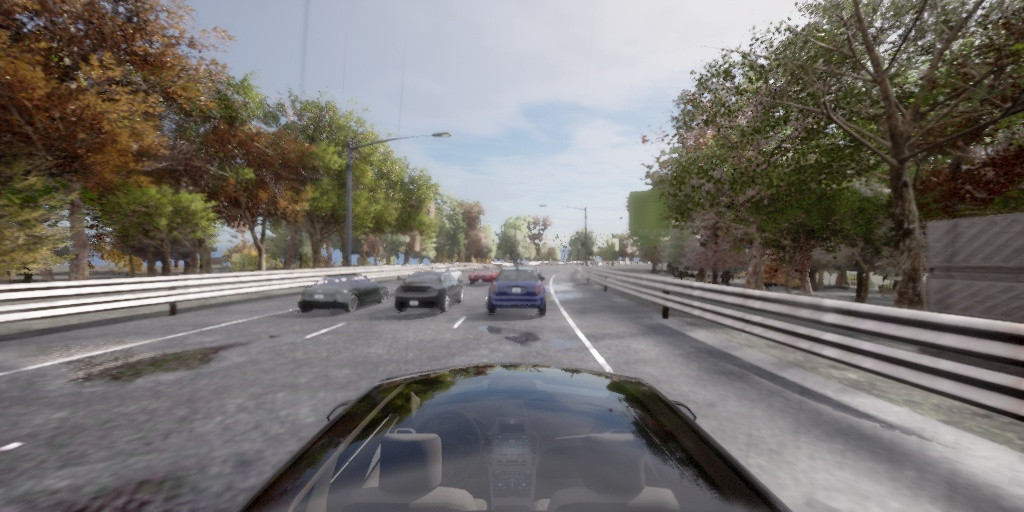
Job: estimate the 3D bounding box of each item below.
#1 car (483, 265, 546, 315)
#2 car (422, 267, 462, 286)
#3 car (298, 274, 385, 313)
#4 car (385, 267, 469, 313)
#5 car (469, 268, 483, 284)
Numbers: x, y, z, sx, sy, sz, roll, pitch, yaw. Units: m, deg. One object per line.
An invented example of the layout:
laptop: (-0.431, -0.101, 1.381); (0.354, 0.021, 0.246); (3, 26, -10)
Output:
car: (0.279, 1.221, 14.457); (2.097, 1.767, 4.553); (0, -1, 3)
car: (-5.598, 1.590, 29.426); (1.895, 1.301, 4.718); (0, 0, 7)
car: (-6.719, 1.426, 14.723); (1.994, 1.385, 4.181); (0, 0, 3)
car: (-3.214, 1.373, 14.710); (1.837, 1.490, 4.892); (0, 0, 3)
car: (-2.114, 1.598, 29.083); (1.895, 1.301, 4.718); (0, 0, 7)
